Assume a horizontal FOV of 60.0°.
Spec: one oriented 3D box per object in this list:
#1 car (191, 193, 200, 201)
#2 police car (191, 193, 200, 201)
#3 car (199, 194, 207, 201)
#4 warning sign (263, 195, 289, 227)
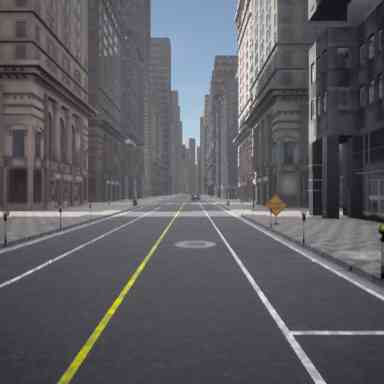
[{"bbox_3d":[0.896,1.327,90.107,2.150,2.045,5.566,0,0,0],"label":"car"},{"bbox_3d":[0.900,1.457,80.187,1.930,1.638,5.238,0,0,0],"label":"police car"},{"bbox_3d":[2.766,1.438,86.368,1.967,1.590,4.097,0,0,0],"label":"car"},{"bbox_3d":[5.064,1.102,20.081,1.300,1.860,1.060,0,0,0],"label":"warning sign"}]
